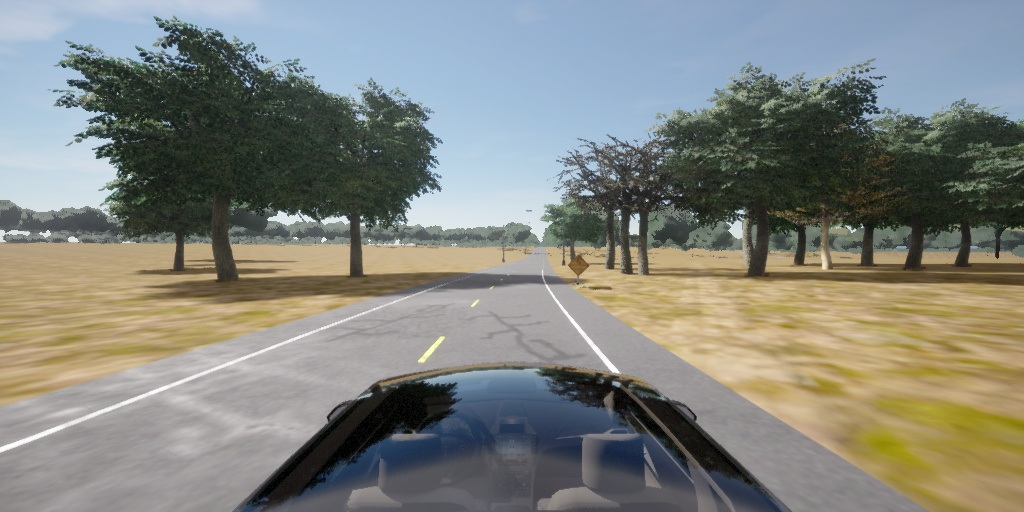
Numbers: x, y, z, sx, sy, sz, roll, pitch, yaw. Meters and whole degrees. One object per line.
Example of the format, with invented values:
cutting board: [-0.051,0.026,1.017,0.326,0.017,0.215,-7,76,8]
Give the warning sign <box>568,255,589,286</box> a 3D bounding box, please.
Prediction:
warning sign: [4.015,0.849,21.831,1.300,1.860,1.060,0,0,3]
